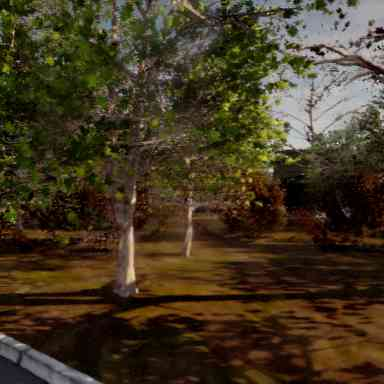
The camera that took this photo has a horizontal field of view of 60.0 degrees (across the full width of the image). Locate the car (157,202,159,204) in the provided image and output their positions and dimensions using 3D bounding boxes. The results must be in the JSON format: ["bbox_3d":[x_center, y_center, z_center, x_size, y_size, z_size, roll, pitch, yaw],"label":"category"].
[{"bbox_3d":[-6.473,2.472,55.358,2.163,1.488,4.792,0,0,35],"label":"car"}]

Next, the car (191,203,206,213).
[{"bbox_3d":[2.584,2.397,48.939,2.097,1.535,5.008,0,0,35],"label":"car"}]

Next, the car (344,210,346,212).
[{"bbox_3d":[18.432,2.357,37.699,2.163,1.488,4.792,0,0,35],"label":"car"}]
